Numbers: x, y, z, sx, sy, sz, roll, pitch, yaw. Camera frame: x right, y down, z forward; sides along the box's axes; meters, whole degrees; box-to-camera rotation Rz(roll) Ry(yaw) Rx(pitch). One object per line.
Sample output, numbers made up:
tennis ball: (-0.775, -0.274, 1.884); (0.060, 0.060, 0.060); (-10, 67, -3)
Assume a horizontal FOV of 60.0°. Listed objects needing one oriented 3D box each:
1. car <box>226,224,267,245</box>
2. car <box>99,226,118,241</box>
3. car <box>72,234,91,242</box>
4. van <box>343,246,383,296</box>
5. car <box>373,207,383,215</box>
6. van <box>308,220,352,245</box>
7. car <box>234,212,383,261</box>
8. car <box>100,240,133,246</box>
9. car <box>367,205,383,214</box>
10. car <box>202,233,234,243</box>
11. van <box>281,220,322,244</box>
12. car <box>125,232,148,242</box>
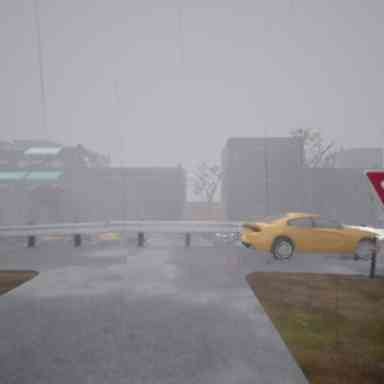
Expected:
car: (5.721, 4.460, 35.609); (2.231, 1.521, 4.892); (0, 0, -18)
car: (-9.138, 4.454, 36.240); (1.946, 1.575, 5.366); (0, 0, -18)
car: (-12.026, 4.455, 36.160); (2.097, 1.535, 5.008); (0, 0, -18)
van: (10.780, 4.439, 18.386); (1.878, 1.987, 4.442); (0, 1, -18)
car: (41.457, 4.064, 71.239); (4.674, 1.452, 2.002); (-1, 0, -17)
van: (14.547, 4.233, 35.444); (1.878, 1.987, 4.442); (0, 0, -18)
car: (4.320, 1.527, 12.159); (5.008, 1.535, 1.882); (2, -2, -8)
car: (-4.353, 4.410, 18.936); (2.435, 2.045, 5.566); (0, 1, -18)
car: (41.665, 3.864, 74.239); (4.553, 1.767, 2.185); (-1, 1, -17)
car: (2.749, 4.333, 35.731); (2.185, 1.767, 4.553); (0, 0, -18)
van: (11.589, 4.233, 35.537); (1.878, 1.987, 4.442); (0, 0, -18)
car: (-6.100, 4.486, 35.952); (2.163, 1.488, 4.792); (0, 0, -18)
